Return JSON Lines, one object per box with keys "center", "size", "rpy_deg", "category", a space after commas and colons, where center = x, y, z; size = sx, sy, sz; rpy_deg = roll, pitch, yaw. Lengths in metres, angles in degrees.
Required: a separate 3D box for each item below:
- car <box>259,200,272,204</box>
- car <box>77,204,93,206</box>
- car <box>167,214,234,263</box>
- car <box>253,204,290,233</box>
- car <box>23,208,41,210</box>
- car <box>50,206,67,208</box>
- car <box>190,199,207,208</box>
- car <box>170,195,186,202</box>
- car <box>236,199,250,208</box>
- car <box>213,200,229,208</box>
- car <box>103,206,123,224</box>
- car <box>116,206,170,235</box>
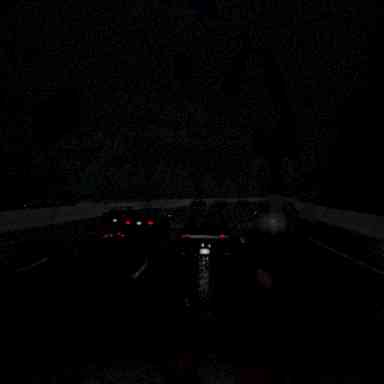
{"center": [11.824, 1.971, 53.586], "size": [1.994, 1.385, 4.181], "rpy_deg": [0, 0, 17], "category": "car"}
{"center": [-13.114, 1.660, 41.961], "size": [1.882, 1.535, 5.008], "rpy_deg": [0, 0, 12], "category": "car"}
{"center": [0.545, 1.573, 12.366], "size": [2.128, 1.511, 4.902], "rpy_deg": [0, 0, 4], "category": "car"}
{"center": [4.935, 1.726, 21.000], "size": [1.994, 1.385, 4.181], "rpy_deg": [0, 0, 7], "category": "car"}
{"center": [-19.900, 1.656, 43.635], "size": [1.837, 1.490, 4.892], "rpy_deg": [0, 0, 12], "category": "car"}
{"center": [-16.335, 1.721, 43.748], "size": [2.033, 1.411, 5.357], "rpy_deg": [0, 0, 12], "category": "car"}
{"center": [1.075, 1.873, 54.601], "size": [1.812, 1.442, 4.674], "rpy_deg": [0, 0, 17], "category": "car"}
{"center": [-3.479, 1.613, 83.207], "size": [1.837, 1.490, 4.892], "rpy_deg": [0, 0, 24], "category": "car"}
{"center": [8.483, 1.888, 55.134], "size": [2.128, 1.511, 4.902], "rpy_deg": [0, 0, 18], "category": "car"}
{"center": [4.696, 1.932, 54.362], "size": [1.994, 1.385, 4.181], "rpy_deg": [0, 0, 17], "category": "car"}
{"center": [-5.157, 1.731, 25.832], "size": [1.895, 1.301, 4.718], "rpy_deg": [0, 0, 8], "category": "car"}
{"center": [-2.420, 1.655, 19.542], "size": [2.033, 1.411, 5.357], "rpy_deg": [0, 0, 7], "category": "car"}
